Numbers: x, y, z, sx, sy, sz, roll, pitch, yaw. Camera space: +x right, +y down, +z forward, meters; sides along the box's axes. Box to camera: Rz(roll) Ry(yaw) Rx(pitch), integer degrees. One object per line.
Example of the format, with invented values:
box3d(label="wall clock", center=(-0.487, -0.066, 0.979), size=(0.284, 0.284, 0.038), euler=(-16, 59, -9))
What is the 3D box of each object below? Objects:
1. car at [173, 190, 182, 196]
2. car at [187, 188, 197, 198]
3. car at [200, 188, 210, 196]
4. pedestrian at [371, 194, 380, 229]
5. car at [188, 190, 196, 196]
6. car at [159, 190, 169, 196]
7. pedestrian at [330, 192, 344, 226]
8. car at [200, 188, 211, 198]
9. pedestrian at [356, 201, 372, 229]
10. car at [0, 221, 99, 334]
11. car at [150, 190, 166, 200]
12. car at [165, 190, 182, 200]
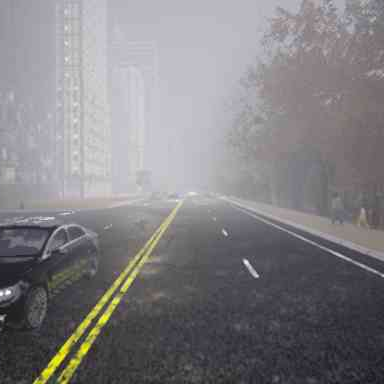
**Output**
box3d(label="car", center=(-3.253, 0.289, 77.635), size=(1.895, 1.301, 4.718), euler=(0, 1, 0))
box3d(label="car", center=(-0.003, 0.200, 73.492), size=(2.150, 2.045, 5.566), euler=(0, 1, 0))
box3d(label="car", center=(3.247, -0.053, 83.883), size=(2.150, 2.045, 5.566), euler=(0, 1, 0))
box3d(label="pedestrian", center=(9.561, 0.992, 17.375), size=(0.375, 1.860, 0.375), euler=(0, 1, 0))
box3d(label="car", center=(-0.003, 0.262, 83.857), size=(2.033, 1.411, 5.357), euler=(0, 1, 0))
box3d(label="car", center=(-6.503, 0.288, 77.640), size=(1.895, 1.301, 4.718), euler=(0, 1, 0))
box3d(label="pedestrian", center=(7.847, 0.887, 17.973), size=(0.375, 1.860, 0.375), euler=(0, 1, 0))
box3d(label="car", center=(3.246, 0.500, 73.466), size=(2.128, 1.511, 4.902), euler=(0, 1, 0))
box3d(label="pedestrian", center=(8.667, 1.184, 16.778), size=(0.375, 1.300, 0.375), euler=(0, 1, 0))
box3d(label="car", center=(-3.323, 1.396, 6.738), size=(2.128, 1.511, 4.902), euler=(0, 1, 0))
box3d(label="car", center=(-6.531, 0.504, 61.150), size=(2.097, 1.767, 4.553), euler=(0, 1, 1))
box3d(label="car", center=(-3.274, 0.753, 61.072), size=(1.895, 1.301, 4.718), euler=(0, 1, 1))
